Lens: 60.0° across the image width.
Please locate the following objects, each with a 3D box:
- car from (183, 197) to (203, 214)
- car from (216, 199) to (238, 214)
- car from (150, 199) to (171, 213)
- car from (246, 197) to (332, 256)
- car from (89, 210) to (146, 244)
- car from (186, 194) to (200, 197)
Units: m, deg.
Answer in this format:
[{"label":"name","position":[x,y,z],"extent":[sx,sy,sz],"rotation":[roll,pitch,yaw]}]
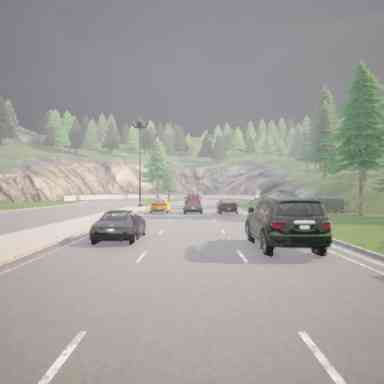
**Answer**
[{"label":"car","position":[0.106,1.561,35.196],"extent":[1.994,1.385,4.181],"rotation":[0,0,0]},{"label":"car","position":[3.607,1.475,34.843],"extent":[1.882,1.535,5.008],"rotation":[0,0,0]},{"label":"car","position":[-3.392,1.475,36.426],"extent":[1.882,1.535,5.008],"rotation":[0,0,0]},{"label":"car","position":[3.603,1.220,13.316],"extent":[2.150,2.045,5.566],"rotation":[0,0,0]},{"label":"car","position":[-3.397,1.563,15.873],"extent":[1.994,1.385,4.181],"rotation":[0,0,0]},{"label":"car","position":[0.102,1.218,44.615],"extent":[2.150,2.045,5.566],"rotation":[0,0,0]}]
